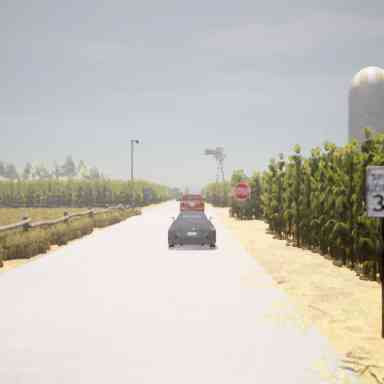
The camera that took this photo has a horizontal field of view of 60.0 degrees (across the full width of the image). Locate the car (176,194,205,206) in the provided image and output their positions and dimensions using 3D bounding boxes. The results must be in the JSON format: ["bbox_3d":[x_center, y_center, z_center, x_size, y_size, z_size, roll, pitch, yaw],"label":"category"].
[{"bbox_3d":[0.000,1.155,29.677,2.150,2.045,5.566,0,0,0],"label":"car"}]

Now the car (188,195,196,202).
[{"bbox_3d":[0.000,1.530,79.469,1.882,1.535,5.008,0,-1,0],"label":"car"}]

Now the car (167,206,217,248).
[{"bbox_3d":[0.000,1.545,14.647,1.994,1.385,4.181,0,0,0],"label":"car"}]
